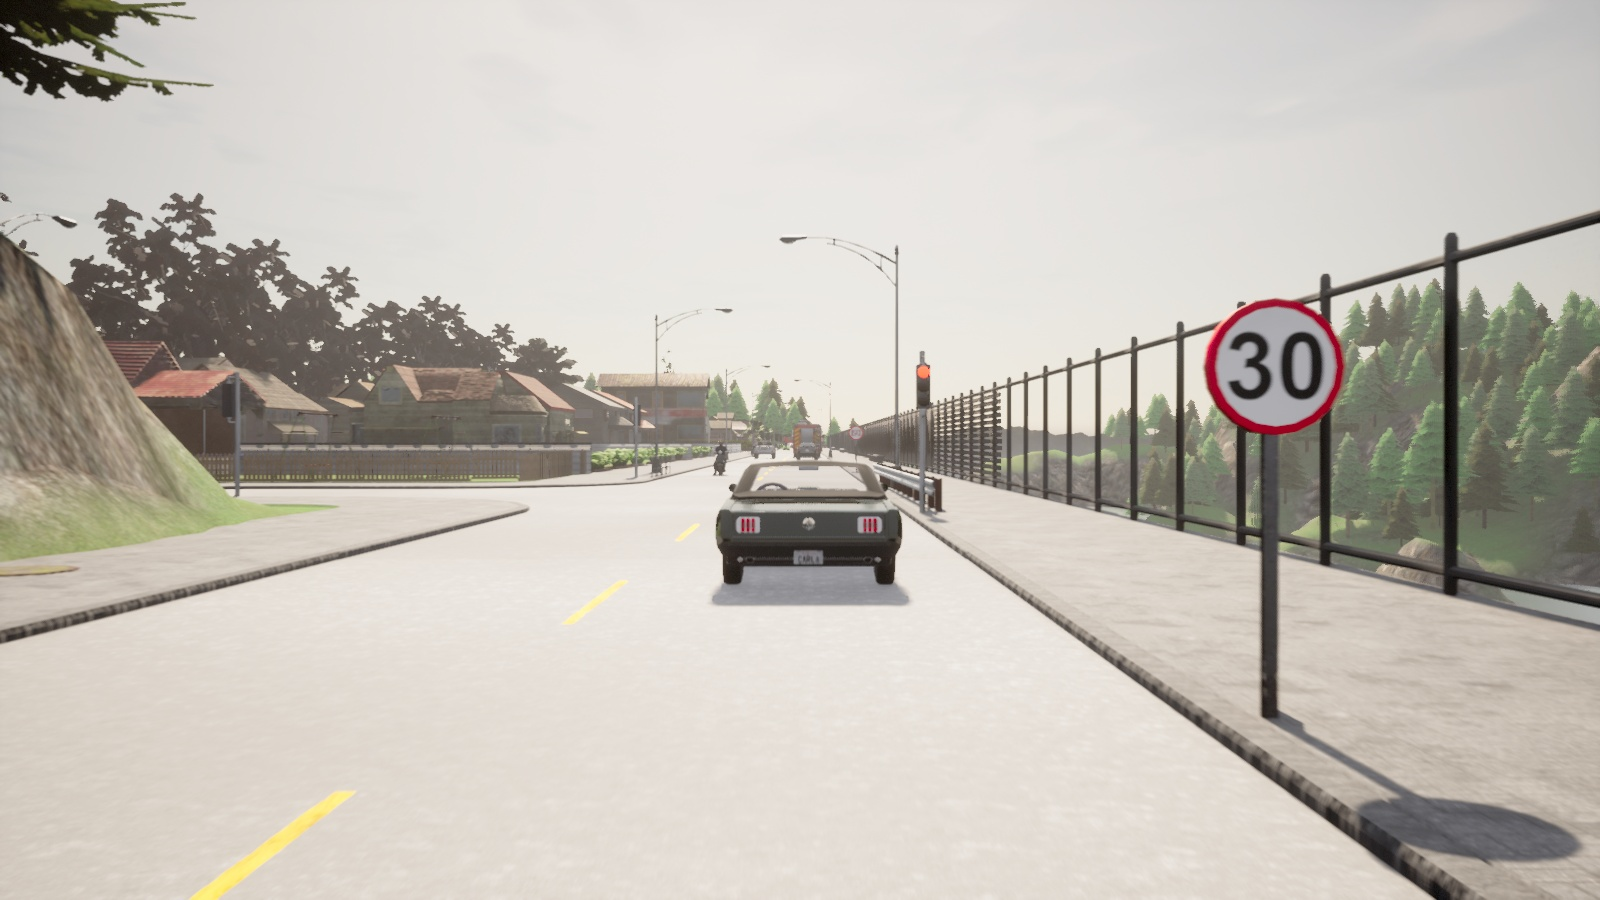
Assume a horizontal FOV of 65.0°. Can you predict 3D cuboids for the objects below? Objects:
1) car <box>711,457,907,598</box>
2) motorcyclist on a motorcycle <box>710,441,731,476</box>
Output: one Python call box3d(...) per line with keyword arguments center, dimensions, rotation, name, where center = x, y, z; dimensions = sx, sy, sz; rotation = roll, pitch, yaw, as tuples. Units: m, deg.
box3d(center=(0.099, 0.765, 14.511), dimensions=(1.895, 1.301, 4.718), rotation=(0, 0, 0), name="car")
box3d(center=(-3.652, 0.371, 57.812), dimensions=(0.866, 1.590, 1.817), rotation=(0, 0, 0), name="motorcyclist on a motorcycle")
